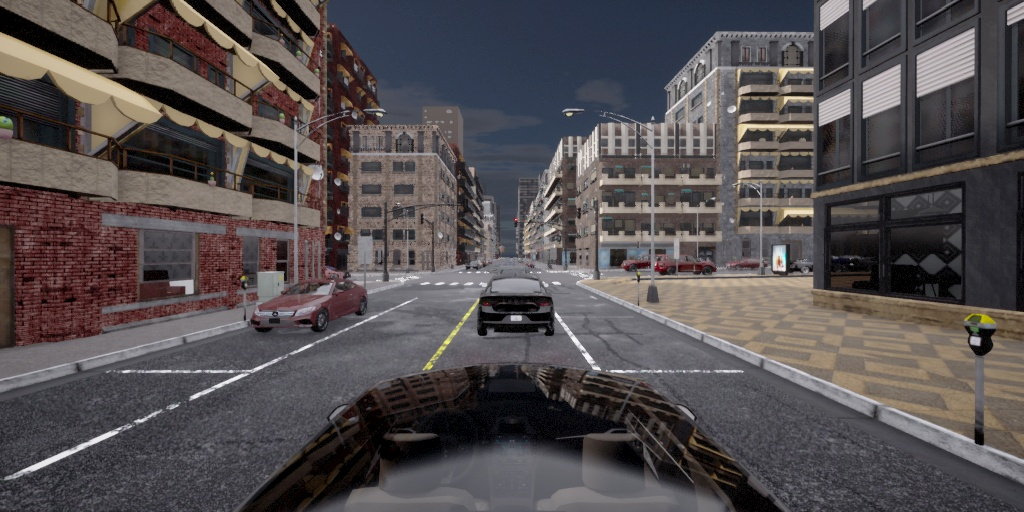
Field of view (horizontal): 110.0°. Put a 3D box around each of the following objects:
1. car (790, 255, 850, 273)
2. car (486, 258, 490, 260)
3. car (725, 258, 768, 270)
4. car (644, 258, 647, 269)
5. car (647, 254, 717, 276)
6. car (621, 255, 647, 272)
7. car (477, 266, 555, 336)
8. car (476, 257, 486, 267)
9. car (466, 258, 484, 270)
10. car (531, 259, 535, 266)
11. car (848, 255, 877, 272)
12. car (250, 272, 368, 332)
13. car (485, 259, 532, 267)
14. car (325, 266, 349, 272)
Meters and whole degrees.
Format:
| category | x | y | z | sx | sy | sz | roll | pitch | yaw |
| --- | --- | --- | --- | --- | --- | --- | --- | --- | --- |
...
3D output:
| category | x | y | z | sx | sy | sz | roll | pitch | yaw |
| --- | --- | --- | --- | --- | --- | --- | --- | --- | --- |
| car | 25.793 | 0.822 | 30.850 | 4.313 | 1.339 | 1.948 | 0 | 0 | -1 |
| car | -5.712 | 1.086 | 64.151 | 2.192 | 1.841 | 5.009 | 0 | 0 | 0 |
| car | 25.654 | 0.824 | 39.230 | 4.207 | 1.307 | 1.802 | 0 | 0 | -1 |
| car | 16.792 | 0.960 | 36.556 | 5.357 | 1.411 | 2.033 | -1 | 0 | -1 |
| car | 14.700 | 0.778 | 30.750 | 5.009 | 1.841 | 2.192 | 0 | 0 | -1 |
| car | 14.562 | 0.764 | 39.129 | 5.009 | 1.841 | 2.192 | 0 | 0 | -1 |
| car | 0.096 | 1.227 | 10.424 | 1.882 | 1.535 | 5.008 | 0 | 0 | 0 |
| car | -5.710 | 1.293 | 58.299 | 1.751 | 1.417 | 4.829 | 0 | 0 | 0 |
| car | -5.708 | 1.330 | 52.786 | 1.948 | 1.339 | 4.313 | 0 | 0 | 0 |
| car | 2.670 | 1.207 | 58.474 | 1.967 | 1.591 | 4.097 | 0 | 0 | 0 |
| car | 31.340 | 0.717 | 30.901 | 4.313 | 1.339 | 1.948 | 0 | 0 | -1 |
| car | -5.744 | 1.332 | 10.763 | 1.802 | 1.307 | 4.207 | 0 | 0 | 0 |
| car | -0.360 | 1.294 | 36.404 | 4.181 | 1.385 | 1.994 | -1 | 0 | -1 |
| car | -17.187 | 1.610 | 33.046 | 4.181 | 1.385 | 1.994 | -1 | 0 | -1 |
